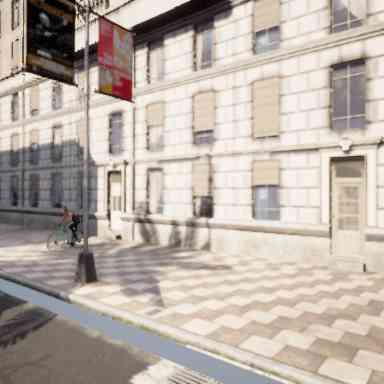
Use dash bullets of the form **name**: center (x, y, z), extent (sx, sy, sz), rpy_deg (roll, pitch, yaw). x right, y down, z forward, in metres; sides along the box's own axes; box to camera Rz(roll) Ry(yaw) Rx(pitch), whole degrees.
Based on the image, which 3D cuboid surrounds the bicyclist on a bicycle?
- **bicyclist on a bicycle**: center (-4.587, 1.354, 12.323), extent (0.582, 1.620, 1.656), rpy_deg (0, -1, 38)
